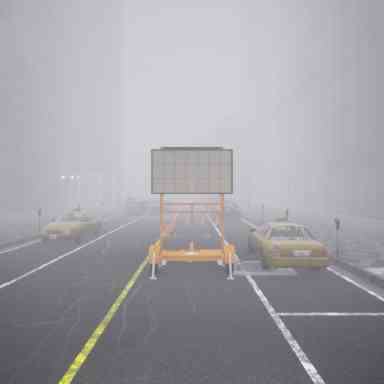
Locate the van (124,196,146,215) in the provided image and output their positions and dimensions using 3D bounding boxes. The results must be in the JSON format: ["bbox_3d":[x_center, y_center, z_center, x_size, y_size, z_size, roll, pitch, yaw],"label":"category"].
[{"bbox_3d":[-5.665,1.334,33.221,1.690,1.788,3.998,0,0,0],"label":"van"}]

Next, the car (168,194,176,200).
[{"bbox_3d":[-5.667,1.455,95.249,2.192,1.841,5.009,0,0,0],"label":"car"}]

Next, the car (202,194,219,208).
[{"bbox_3d":[2.859,1.322,44.485,2.192,1.841,5.009,0,0,0],"label":"car"}]

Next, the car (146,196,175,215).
[{"bbox_3d":[-3.101,1.471,33.535,1.882,1.535,5.008,0,0,0],"label":"car"}]

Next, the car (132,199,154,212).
[{"bbox_3d":[-5.666,1.564,38.860,1.947,1.339,4.313,0,0,0],"label":"car"}]

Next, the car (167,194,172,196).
[{"bbox_3d":[-5.666,1.631,67.055,1.802,1.307,4.206,0,0,0],"label":"car"}]

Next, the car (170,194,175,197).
[{"bbox_3d":[-5.667,1.600,78.162,1.752,1.417,4.829,0,0,0],"label":"car"}]

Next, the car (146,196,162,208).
[{"bbox_3d":[-5.666,1.457,50.138,1.967,1.590,4.097,0,0,0],"label":"car"}]

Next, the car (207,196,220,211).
[{"bbox_3d":[2.860,1.433,33.205,1.967,1.590,4.097,0,0,0],"label":"car"}]

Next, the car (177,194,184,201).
[{"bbox_3d":[-2.998,1.704,85.926,1.895,1.301,4.718,0,0,0],"label":"car"}]

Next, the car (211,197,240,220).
[{"bbox_3d":[2.859,1.430,27.567,1.967,1.590,4.097,0,0,0],"label":"car"}]

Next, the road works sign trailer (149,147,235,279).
[{"bbox_3d":[0.000,0.460,9.960,2.380,3.560,2.880,0,0,0],"label":"road works sign trailer"}]

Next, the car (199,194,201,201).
[{"bbox_3d":[2.859,1.478,61.403,1.967,1.590,4.097,0,0,0],"label":"car"}]

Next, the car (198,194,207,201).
[{"bbox_3d":[2.858,1.433,89.601,2.192,1.841,5.009,0,0,0],"label":"car"}]

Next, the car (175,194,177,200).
[{"bbox_3d":[-5.667,1.410,83.970,2.192,1.841,5.009,0,0,0],"label":"car"}]

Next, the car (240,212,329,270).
[{"bbox_3d":[2.866,1.520,10.851,1.752,1.417,4.829,0,0,1],"label":"car"}]

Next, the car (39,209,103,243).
[{"bbox_3d":[-5.667,1.519,16.096,1.752,1.417,4.829,0,0,1],"label":"car"}]
